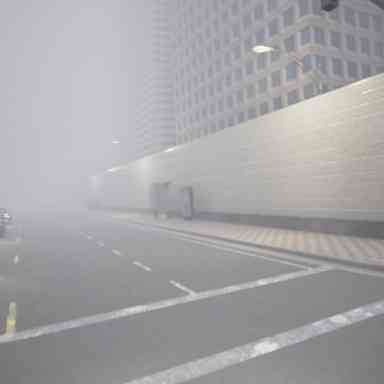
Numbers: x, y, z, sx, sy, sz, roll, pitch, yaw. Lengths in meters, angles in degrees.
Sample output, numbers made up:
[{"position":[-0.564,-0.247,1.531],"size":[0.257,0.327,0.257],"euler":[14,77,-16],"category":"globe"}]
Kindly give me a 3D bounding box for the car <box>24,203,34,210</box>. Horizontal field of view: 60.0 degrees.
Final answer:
[{"position":[-41.378,3.570,84.326],"size":[2.128,1.511,4.902],"euler":[-3,0,-27],"category":"car"}]

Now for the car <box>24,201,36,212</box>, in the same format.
[{"position":[-34.582,2.902,71.001],"size":[2.150,2.045,5.566],"euler":[-3,0,-27],"category":"car"}]

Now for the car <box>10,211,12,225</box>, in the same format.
[{"position":[-19.084,2.362,32.892],"size":[2.097,1.767,4.553],"euler":[-3,0,-27],"category":"car"}]

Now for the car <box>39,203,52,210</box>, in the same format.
[{"position":[-33.709,3.253,77.017],"size":[1.882,1.535,5.008],"euler":[-3,0,-27],"category":"car"}]

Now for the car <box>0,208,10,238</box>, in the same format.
[{"position":[-13.339,2.051,21.594],"size":[2.097,1.767,4.553],"euler":[-3,0,-27],"category":"car"}]

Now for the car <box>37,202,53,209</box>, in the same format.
[{"position":[-38.218,3.551,86.409],"size":[2.128,1.511,4.902],"euler":[-3,0,-44],"category":"car"}]
